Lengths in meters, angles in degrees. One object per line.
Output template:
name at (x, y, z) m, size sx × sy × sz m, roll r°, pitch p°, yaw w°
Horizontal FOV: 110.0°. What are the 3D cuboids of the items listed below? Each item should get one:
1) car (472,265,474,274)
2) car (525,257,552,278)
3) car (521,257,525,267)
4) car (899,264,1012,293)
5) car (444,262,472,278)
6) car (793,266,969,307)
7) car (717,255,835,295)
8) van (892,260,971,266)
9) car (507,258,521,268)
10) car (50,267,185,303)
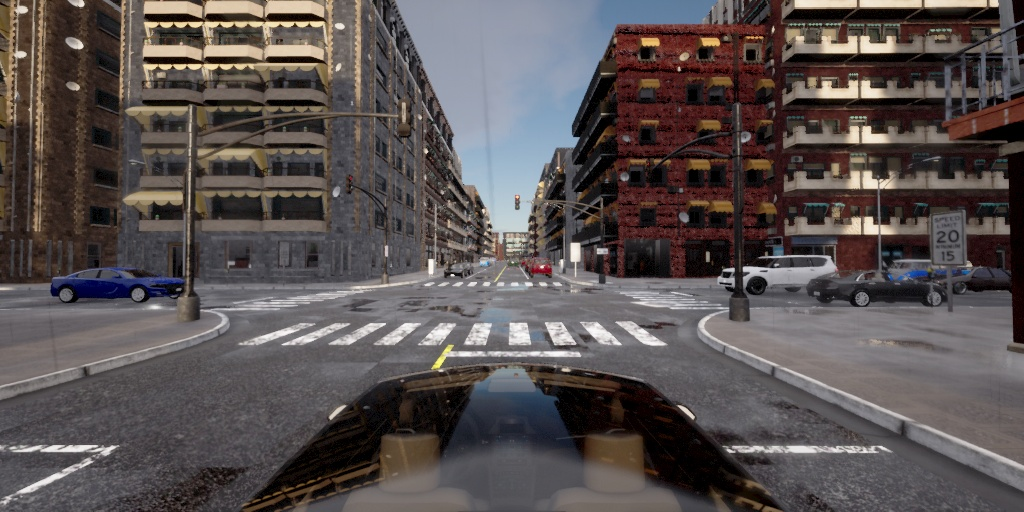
car at (-5.242, 1.335, 39.457) m, size 1.948 × 1.339 × 4.313 m, roll 0°, pitch 0°, yaw 0°
car at (2.628, 1.080, 33.926) m, size 2.192 × 1.841 × 5.009 m, roll 0°, pitch 0°, yaw 0°
car at (2.649, 1.091, 45.050) m, size 2.192 × 1.841 × 5.009 m, roll 0°, pitch 0°, yaw 0°
car at (24.313, 1.274, 18.994) m, size 5.357 × 1.411 × 2.033 m, roll 0°, pitch -1°, yaw 0°
car at (-5.253, 1.331, 33.896) m, size 1.948 × 1.339 × 4.313 m, roll 0°, pitch 0°, yaw 0°
car at (13.768, 1.187, 13.612) m, size 4.403 × 1.370 × 2.007 m, roll 0°, pitch 0°, yaw 0°
car at (14.061, 0.971, 19.048) m, size 5.566 × 2.045 × 2.150 m, roll 0°, pitch -1°, yaw 0°
van at (24.941, 1.117, 21.443) m, size 3.998 × 1.789 × 1.690 m, roll 0°, pitch 0°, yaw 0°
car at (0.216, 1.185, 64.445) m, size 2.097 × 1.767 × 4.553 m, roll 0°, pitch 0°, yaw 0°
car at (-17.586, 1.256, 16.235) m, size 5.008 × 1.535 × 1.882 m, roll 0°, pitch -1°, yaw 0°
